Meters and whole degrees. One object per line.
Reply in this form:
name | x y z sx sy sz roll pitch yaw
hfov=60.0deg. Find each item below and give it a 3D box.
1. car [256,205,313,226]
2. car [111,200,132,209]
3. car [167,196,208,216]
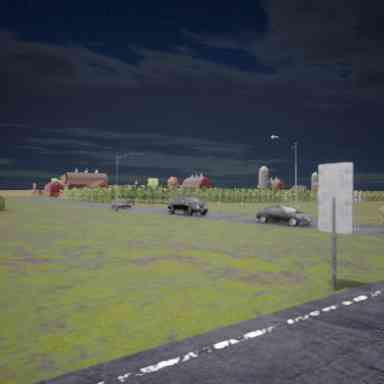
car | 7.102 1.789 25.972 1.812 1.442 4.674 0 0 -37
car | -10.788 1.876 50.691 1.994 1.385 4.181 0 0 -35
car | -0.562 1.502 36.283 2.150 2.045 5.566 0 0 -36
